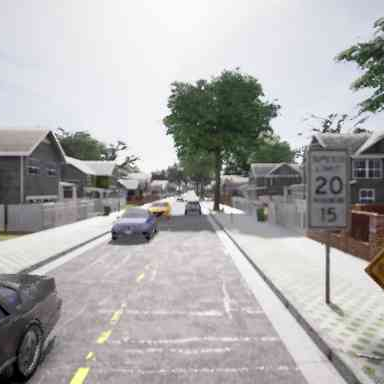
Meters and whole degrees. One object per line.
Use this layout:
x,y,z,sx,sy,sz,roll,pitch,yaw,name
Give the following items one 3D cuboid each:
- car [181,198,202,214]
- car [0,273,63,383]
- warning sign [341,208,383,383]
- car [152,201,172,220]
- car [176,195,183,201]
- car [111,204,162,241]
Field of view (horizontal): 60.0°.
0.116,1.623,35.759,2.033,1.411,5.357,0,0,0,car
-2.851,1.556,2.720,2.033,1.411,5.357,0,0,0,car
2.521,1.127,3.653,1.300,1.860,1.060,0,0,0,warning sign
-2.808,1.543,29.577,1.882,1.535,5.008,0,0,0,car
-2.727,1.392,75.326,2.033,1.411,5.357,0,0,0,car
-2.846,1.569,17.254,1.812,1.442,4.674,0,0,0,car
